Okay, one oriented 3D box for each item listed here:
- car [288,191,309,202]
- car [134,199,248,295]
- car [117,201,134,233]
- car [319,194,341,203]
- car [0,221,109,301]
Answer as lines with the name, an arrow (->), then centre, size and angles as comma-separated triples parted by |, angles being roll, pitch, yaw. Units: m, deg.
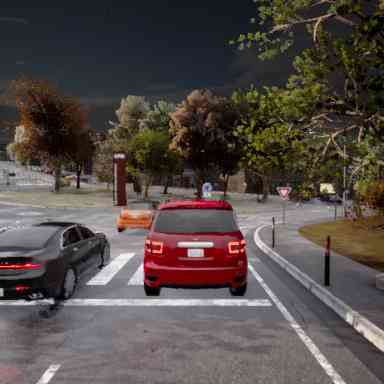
car -> 17.648, 0.635, 55.506 | 2.097, 1.767, 4.553 | 0, 2, -5
car -> 0.067, 1.197, 8.792 | 2.150, 2.045, 5.566 | 0, 0, 0
car -> -2.489, 1.240, 18.992 | 2.097, 1.767, 4.553 | 0, 1, 11
car -> 21.140, 0.966, 51.107 | 2.033, 1.411, 5.357 | 0, 2, 5
car -> -3.421, 1.484, 8.228 | 1.837, 1.490, 4.892 | 0, 0, 0
